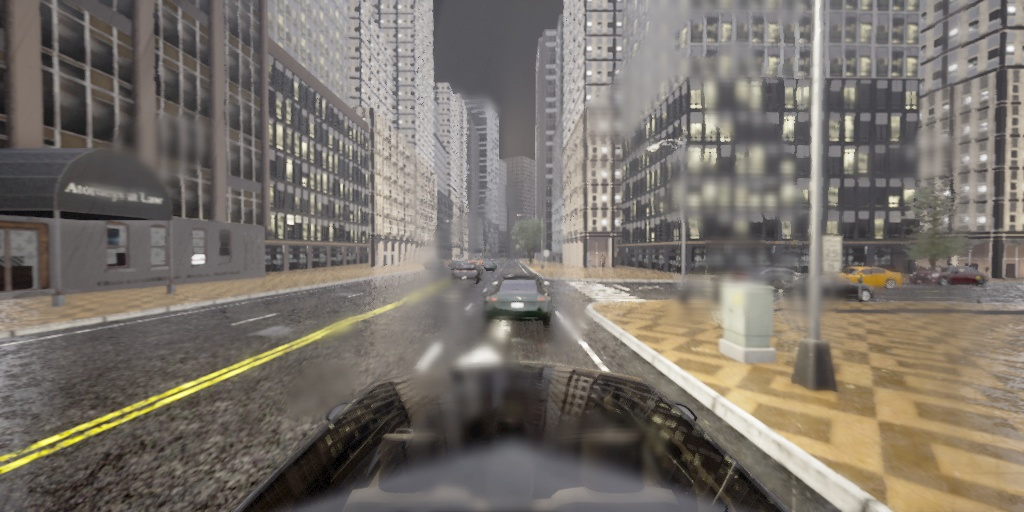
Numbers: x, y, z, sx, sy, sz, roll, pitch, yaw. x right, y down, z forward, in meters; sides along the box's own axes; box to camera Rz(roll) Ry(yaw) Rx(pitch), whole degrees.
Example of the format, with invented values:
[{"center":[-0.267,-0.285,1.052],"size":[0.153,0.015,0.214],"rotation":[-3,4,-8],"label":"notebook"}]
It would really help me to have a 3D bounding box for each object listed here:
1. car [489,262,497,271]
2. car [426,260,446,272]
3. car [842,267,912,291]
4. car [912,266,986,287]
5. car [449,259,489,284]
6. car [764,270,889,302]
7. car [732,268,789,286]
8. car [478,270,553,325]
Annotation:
[{"center":[-3.143,1.301,48.013],"size":[1.994,1.385,4.181],"rotation":[0,0,0],"label":"car"},{"center":[-9.823,1.228,46.679],"size":[2.128,1.511,4.902],"rotation":[0,0,0],"label":"car"},{"center":[23.374,1.475,24.305],"size":[5.008,1.535,1.882],"rotation":[1,1,-1],"label":"car"},{"center":[32.746,1.487,27.029],"size":[4.097,1.591,1.967],"rotation":[0,0,-1],"label":"car"},{"center":[-3.146,1.215,26.329],"size":[2.128,1.511,4.902],"rotation":[0,1,0],"label":"car"},{"center":[15.917,1.571,18.312],"size":[4.403,1.370,2.007],"rotation":[0,0,-1],"label":"car"},{"center":[15.748,1.464,21.152],"size":[4.902,1.511,2.128],"rotation":[1,1,1],"label":"car"},{"center":[0.291,1.313,11.760],"size":[1.994,1.385,4.181],"rotation":[0,0,4],"label":"car"}]
